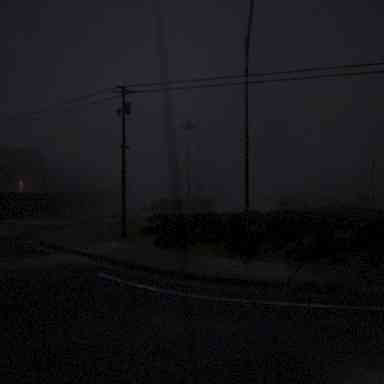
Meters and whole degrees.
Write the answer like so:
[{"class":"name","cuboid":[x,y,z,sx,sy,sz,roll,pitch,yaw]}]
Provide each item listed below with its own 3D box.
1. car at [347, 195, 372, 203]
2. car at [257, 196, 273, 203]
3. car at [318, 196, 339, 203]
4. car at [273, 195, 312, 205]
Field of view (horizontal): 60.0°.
[{"class":"car","cuboid":[28.199,1.374,55.991,3.866,1.878,1.905,0,0,4]},{"class":"car","cuboid":[15.611,1.642,69.144,3.905,1.438,1.784,0,0,4]},{"class":"car","cuboid":[28.527,1.596,69.480,4.193,1.474,1.816,0,0,4]},{"class":"car","cuboid":[14.298,1.385,46.702,4.605,1.855,1.932,0,0,4]}]
